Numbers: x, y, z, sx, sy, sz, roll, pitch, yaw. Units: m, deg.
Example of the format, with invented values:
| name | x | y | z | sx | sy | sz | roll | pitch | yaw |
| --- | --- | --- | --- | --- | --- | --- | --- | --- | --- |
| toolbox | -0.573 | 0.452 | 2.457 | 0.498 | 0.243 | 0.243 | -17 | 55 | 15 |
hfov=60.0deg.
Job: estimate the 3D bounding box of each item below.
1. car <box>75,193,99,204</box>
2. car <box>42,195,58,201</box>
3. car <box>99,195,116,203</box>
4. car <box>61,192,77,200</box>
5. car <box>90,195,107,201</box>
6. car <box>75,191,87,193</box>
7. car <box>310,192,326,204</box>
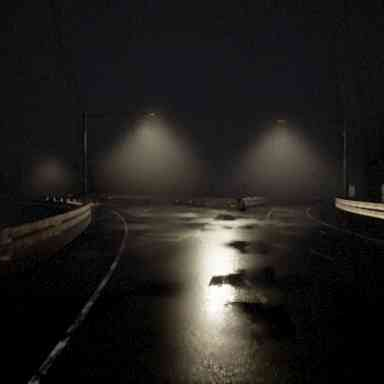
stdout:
| name | x | y | z | sx | sy | sz | roll | pitch | yaw |
| --- | --- | --- | --- | --- | --- | --- | --- | --- | --- |
| car | -18.564 | 1.295 | 58.751 | 1.837 | 1.490 | 4.892 | 0 | -1 | -34 |
| car | -31.898 | 1.309 | 74.710 | 4.181 | 1.385 | 1.994 | 0 | 0 | 42 |
| car | -15.462 | 1.269 | 60.404 | 2.128 | 1.511 | 4.902 | 0 | 0 | -34 |
| car | -28.444 | 1.294 | 76.204 | 4.181 | 1.385 | 1.994 | 0 | 0 | 45 |
| car | -20.560 | 1.283 | 72.806 | 1.994 | 1.385 | 4.181 | 0 | 0 | -42 |
| car | -27.201 | 0.779 | 79.908 | 5.566 | 2.045 | 2.150 | 0 | 0 | 42 |
| car | 23.302 | 1.137 | 61.564 | 2.150 | 2.045 | 5.566 | 0 | -1 | 29 |
